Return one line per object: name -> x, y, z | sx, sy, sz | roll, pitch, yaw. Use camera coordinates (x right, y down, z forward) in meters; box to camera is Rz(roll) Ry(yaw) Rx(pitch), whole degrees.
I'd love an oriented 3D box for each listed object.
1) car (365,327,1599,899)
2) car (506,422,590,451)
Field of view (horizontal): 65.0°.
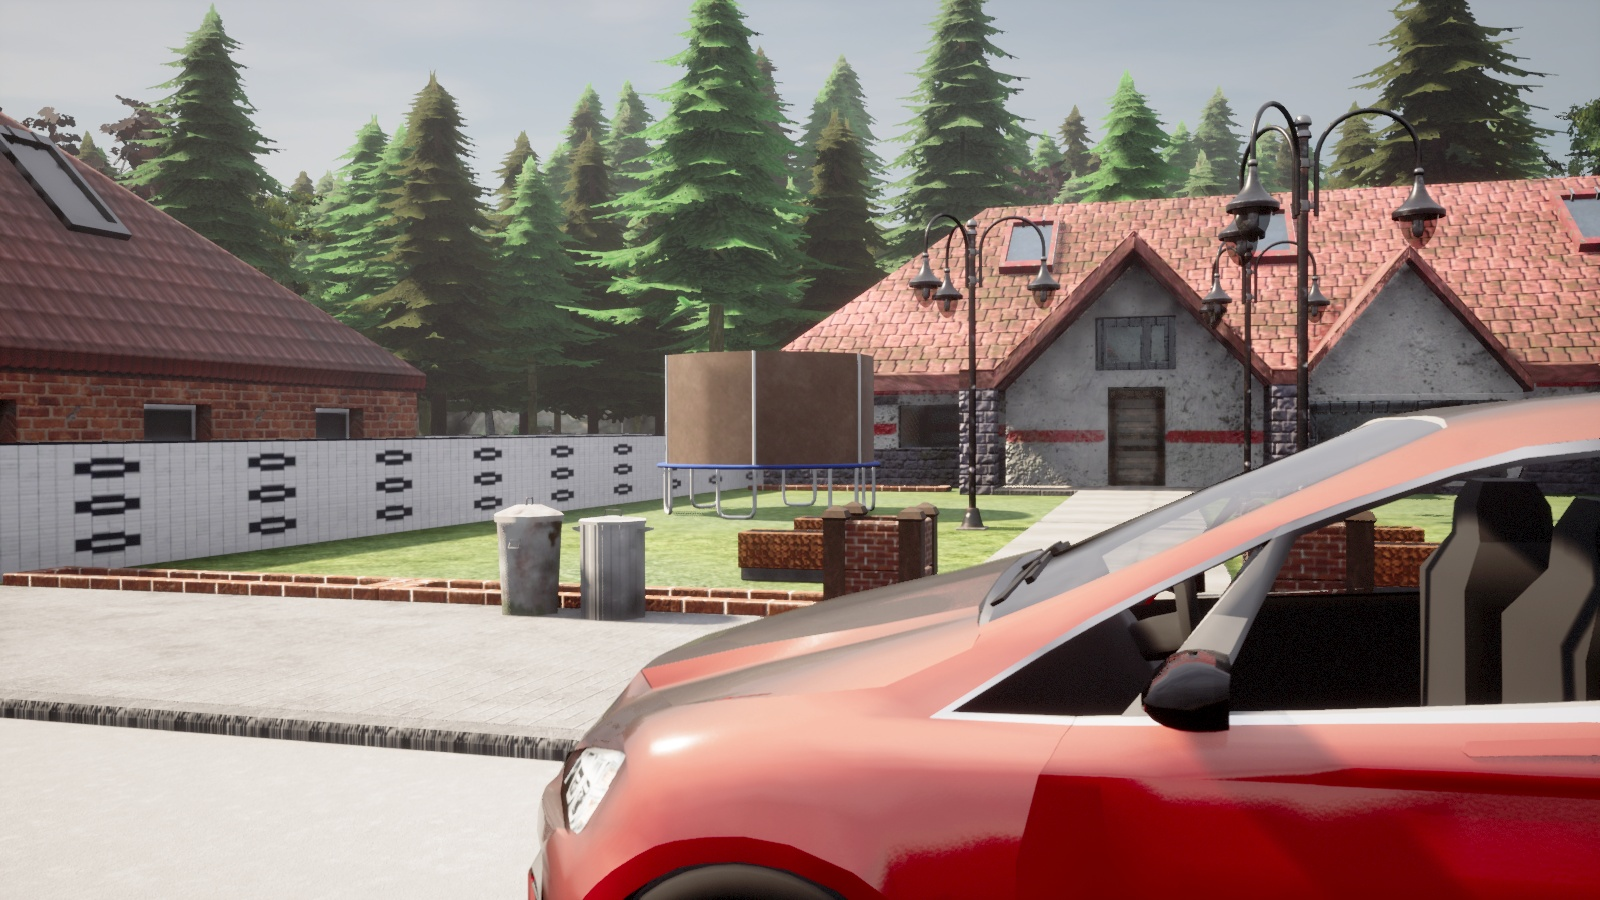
car -> 1.622, 0.622, 3.069 | 4.611, 1.667, 2.242 | 0, 1, 17
car -> -18.155, -0.971, 90.367 | 5.566, 2.045, 2.150 | 1, 1, 16
